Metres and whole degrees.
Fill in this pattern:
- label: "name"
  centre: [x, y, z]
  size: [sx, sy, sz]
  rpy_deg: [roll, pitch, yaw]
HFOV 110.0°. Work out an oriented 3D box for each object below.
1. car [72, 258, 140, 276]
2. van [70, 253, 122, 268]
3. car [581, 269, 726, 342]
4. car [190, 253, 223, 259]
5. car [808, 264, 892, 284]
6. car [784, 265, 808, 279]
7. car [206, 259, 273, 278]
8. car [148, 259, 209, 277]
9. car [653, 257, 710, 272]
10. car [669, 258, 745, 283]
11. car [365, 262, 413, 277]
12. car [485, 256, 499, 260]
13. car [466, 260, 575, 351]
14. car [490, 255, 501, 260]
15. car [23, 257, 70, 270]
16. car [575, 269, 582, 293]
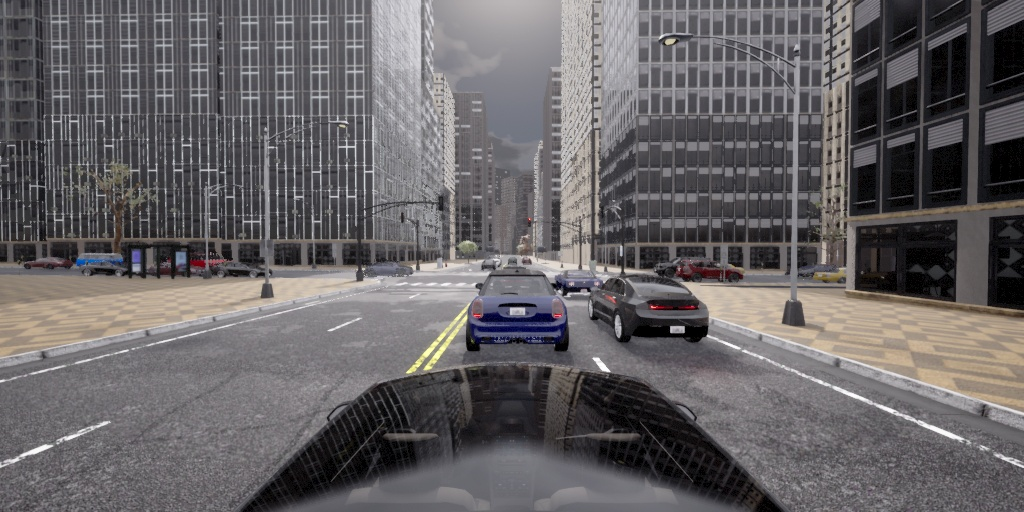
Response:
- label: "car"
  centre: [-34.047, 1.069, 30.628]
  size: [4.313, 1.339, 1.948]
  rpy_deg: [0, 0, 1]
- label: "van"
  centre: [-45.223, 0.605, 39.308]
  size: [3.998, 1.789, 1.690]
  rpy_deg: [0, 0, 1]
- label: "car"
  centre: [3.363, 1.251, 9.717]
  size: [1.837, 1.490, 4.892]
  rpy_deg: [0, 0, 0]
- label: "car"
  centre: [-28.474, 0.732, 33.131]
  size: [5.566, 2.045, 2.150]
  rpy_deg: [1, 1, 1]
- label: "car"
  centre: [27.689, 1.579, 29.491]
  size: [4.829, 1.417, 1.751]
  rpy_deg: [0, 0, 1]
- label: "car"
  centre: [29.999, 1.527, 35.224]
  size: [5.357, 1.411, 2.033]
  rpy_deg: [0, 1, 1]
- label: "car"
  centre: [-22.683, 1.174, 30.302]
  size: [4.313, 1.339, 1.948]
  rpy_deg: [0, 0, 1]
- label: "car"
  centre: [-28.367, 1.138, 30.445]
  size: [4.207, 1.307, 1.802]
  rpy_deg: [0, 0, 1]
- label: "car"
  centre: [16.986, 1.089, 35.467]
  size: [5.566, 2.045, 2.150]
  rpy_deg: [1, 1, 1]
- label: "car"
  centre: [16.241, 1.269, 29.707]
  size: [5.009, 1.841, 2.192]
  rpy_deg: [0, 0, 1]
- label: "car"
  centre: [-11.370, 1.222, 33.299]
  size: [4.181, 1.385, 1.994]
  rpy_deg: [0, 1, -8]
- label: "car"
  centre: [-3.260, 1.192, 50.645]
  size: [1.882, 1.535, 5.008]
  rpy_deg: [0, 0, 0]
- label: "car"
  centre: [0.112, 1.098, 9.111]
  size: [2.097, 1.767, 4.553]
  rpy_deg: [0, 0, 0]
- label: "car"
  centre: [-3.213, 0.923, 62.645]
  size: [2.150, 2.045, 5.566]
  rpy_deg: [0, 0, 1]
- label: "car"
  centre: [-50.905, 0.793, 39.433]
  size: [4.207, 1.307, 1.802]
  rpy_deg: [0, 0, 1]
- label: "car"
  centre: [3.380, 1.341, 19.027]
  size: [1.895, 1.301, 4.718]
  rpy_deg: [0, 0, 0]
